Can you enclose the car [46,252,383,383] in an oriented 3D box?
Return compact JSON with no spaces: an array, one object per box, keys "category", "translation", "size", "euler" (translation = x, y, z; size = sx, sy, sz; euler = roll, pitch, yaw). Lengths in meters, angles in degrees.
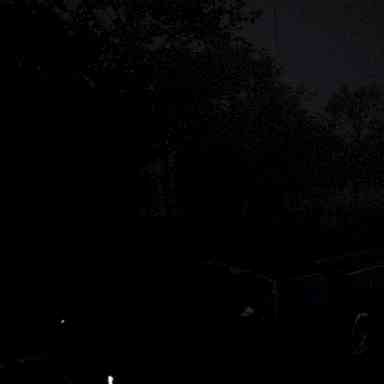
[{"category":"car","translation":[0.679,1.600,4.477],"size":[4.718,1.301,1.895],"euler":[0,0,-36]}]
